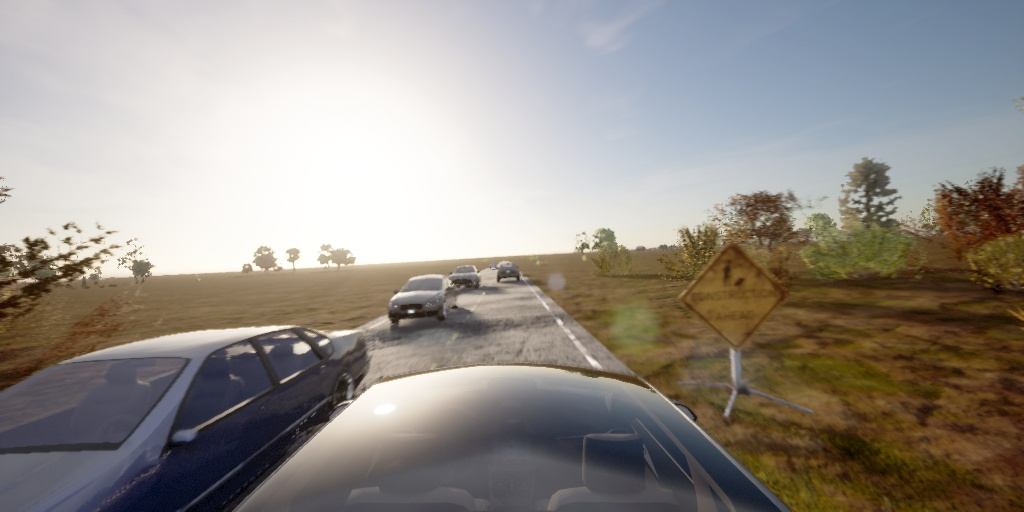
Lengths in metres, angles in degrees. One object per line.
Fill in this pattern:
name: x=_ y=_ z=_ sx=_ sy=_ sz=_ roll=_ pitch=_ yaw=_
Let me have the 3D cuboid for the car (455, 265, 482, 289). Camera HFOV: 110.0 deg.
car: x=-3.393 y=1.489 z=26.286 sx=2.097 sy=1.767 sz=4.553 roll=-3 pitch=-1 yaw=-2

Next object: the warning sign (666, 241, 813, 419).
warning sign: x=2.676 y=0.749 z=4.252 sx=1.300 sy=1.860 sz=1.060 roll=0 pitch=0 yaw=-1

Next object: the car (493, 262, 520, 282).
car: x=-0.359 y=1.393 z=33.698 sx=2.097 sy=1.767 sz=4.553 roll=-3 pitch=-1 yaw=0

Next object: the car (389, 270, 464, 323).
car: x=-3.223 y=1.523 z=13.755 sx=1.837 sy=1.490 sz=4.892 roll=-3 pitch=0 yaw=-1

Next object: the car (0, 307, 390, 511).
car: x=-3.081 y=1.470 z=3.345 sx=2.033 sy=1.411 sz=5.357 roll=-3 pitch=-1 yaw=-1
